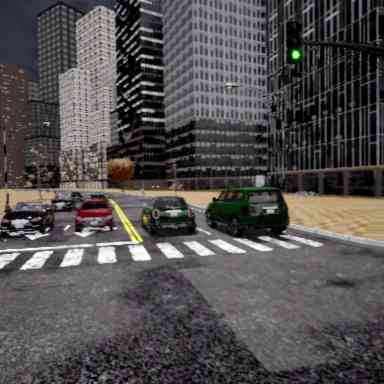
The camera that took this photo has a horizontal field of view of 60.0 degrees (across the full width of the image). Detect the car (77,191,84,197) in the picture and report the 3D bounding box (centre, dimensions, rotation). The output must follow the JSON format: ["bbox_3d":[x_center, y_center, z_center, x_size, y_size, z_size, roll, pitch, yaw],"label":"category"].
[{"bbox_3d":[-17.128,0.695,49.069,1.837,1.490,4.892,-2,1,-17],"label":"car"}]

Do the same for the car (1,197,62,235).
[{"bbox_3d":[-8.469,1.251,17.487,2.128,1.511,4.902,-2,1,-15],"label":"car"}]

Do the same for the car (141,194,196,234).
[{"bbox_3d":[-1.349,0.974,16.788,2.097,1.767,4.553,-2,1,-15],"label":"car"}]

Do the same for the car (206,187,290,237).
[{"bbox_3d":[2.350,0.793,15.516,2.150,2.045,5.566,-2,1,-15],"label":"car"}]

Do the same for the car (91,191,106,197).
[{"bbox_3d":[-9.018,0.928,32.032,1.837,1.490,4.892,-2,2,-15],"label":"car"}]

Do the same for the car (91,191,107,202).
[{"bbox_3d":[-14.075,0.586,50.197,2.128,1.511,4.902,-2,1,-17],"label":"car"}]

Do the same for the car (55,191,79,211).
[{"bbox_3d":[-12.303,0.995,31.730,2.128,1.511,4.902,-2,1,-15],"label":"car"}]

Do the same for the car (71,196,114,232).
[{"bbox_3d":[-5.313,1.199,18.257,1.812,1.442,4.674,-2,1,-15],"label":"car"}]
